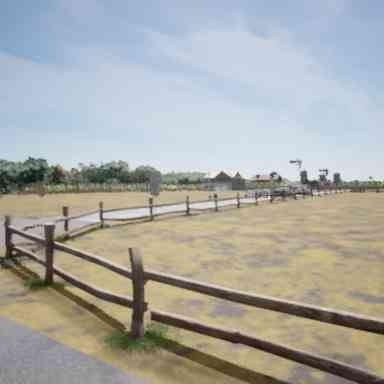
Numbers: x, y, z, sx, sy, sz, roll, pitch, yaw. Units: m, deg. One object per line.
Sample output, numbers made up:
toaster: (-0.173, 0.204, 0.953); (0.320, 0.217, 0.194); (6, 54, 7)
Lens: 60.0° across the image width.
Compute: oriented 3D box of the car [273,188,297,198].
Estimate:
car: (13.309, 0.080, 49.170); (1.882, 1.535, 5.008); (0, 1, 36)

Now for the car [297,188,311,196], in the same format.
car: (19.262, -0.090, 57.664); (1.994, 1.385, 4.181); (0, 1, 35)

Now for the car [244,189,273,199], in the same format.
car: (9.504, 0.227, 48.747); (2.033, 1.411, 5.357); (0, 1, 36)
